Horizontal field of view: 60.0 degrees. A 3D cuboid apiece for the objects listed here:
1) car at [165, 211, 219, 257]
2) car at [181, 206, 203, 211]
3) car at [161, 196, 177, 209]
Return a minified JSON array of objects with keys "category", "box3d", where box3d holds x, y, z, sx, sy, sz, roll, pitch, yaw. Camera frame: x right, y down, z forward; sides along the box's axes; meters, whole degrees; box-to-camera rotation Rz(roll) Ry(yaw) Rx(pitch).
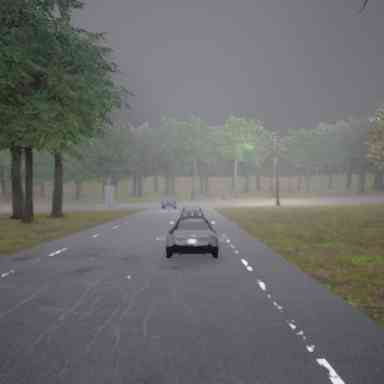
[{"category":"car","box3d":[0.026,1.673,13.456,1.994,1.385,4.181,0,0,1]},{"category":"car","box3d":[0.025,1.812,28.240,1.895,1.301,4.718,0,0,0]},{"category":"car","box3d":[-3.495,1.588,51.590,2.150,2.045,5.566,0,-1,0]}]
